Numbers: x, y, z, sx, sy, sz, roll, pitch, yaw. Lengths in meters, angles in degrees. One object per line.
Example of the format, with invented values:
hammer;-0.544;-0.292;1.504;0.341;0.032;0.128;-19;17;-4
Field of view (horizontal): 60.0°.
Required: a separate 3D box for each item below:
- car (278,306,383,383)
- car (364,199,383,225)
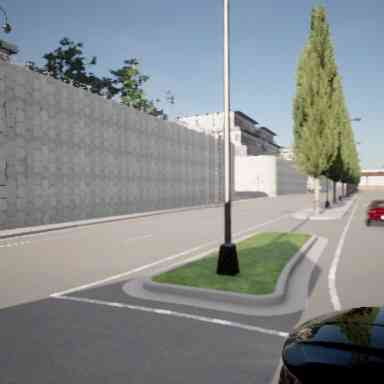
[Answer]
car;2.968;1.424;1.822;5.008;1.535;1.882;0;1;38
car;11.377;1.161;19.841;1.812;1.442;4.674;0;1;27
